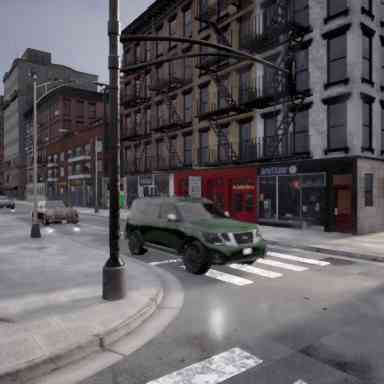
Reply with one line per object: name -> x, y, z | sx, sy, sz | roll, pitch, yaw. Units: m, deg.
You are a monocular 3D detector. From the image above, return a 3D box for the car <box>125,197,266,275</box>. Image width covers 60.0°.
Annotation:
car -> -0.219, 1.214, 10.987 | 2.150, 2.045, 5.566 | 0, 0, -38

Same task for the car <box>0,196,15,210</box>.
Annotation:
car -> -23.128, 1.277, 40.759 | 2.097, 1.767, 4.553 | 0, 0, -37

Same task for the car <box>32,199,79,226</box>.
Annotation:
car -> -9.480, 1.318, 22.976 | 2.097, 1.767, 4.553 | 0, 0, -38
